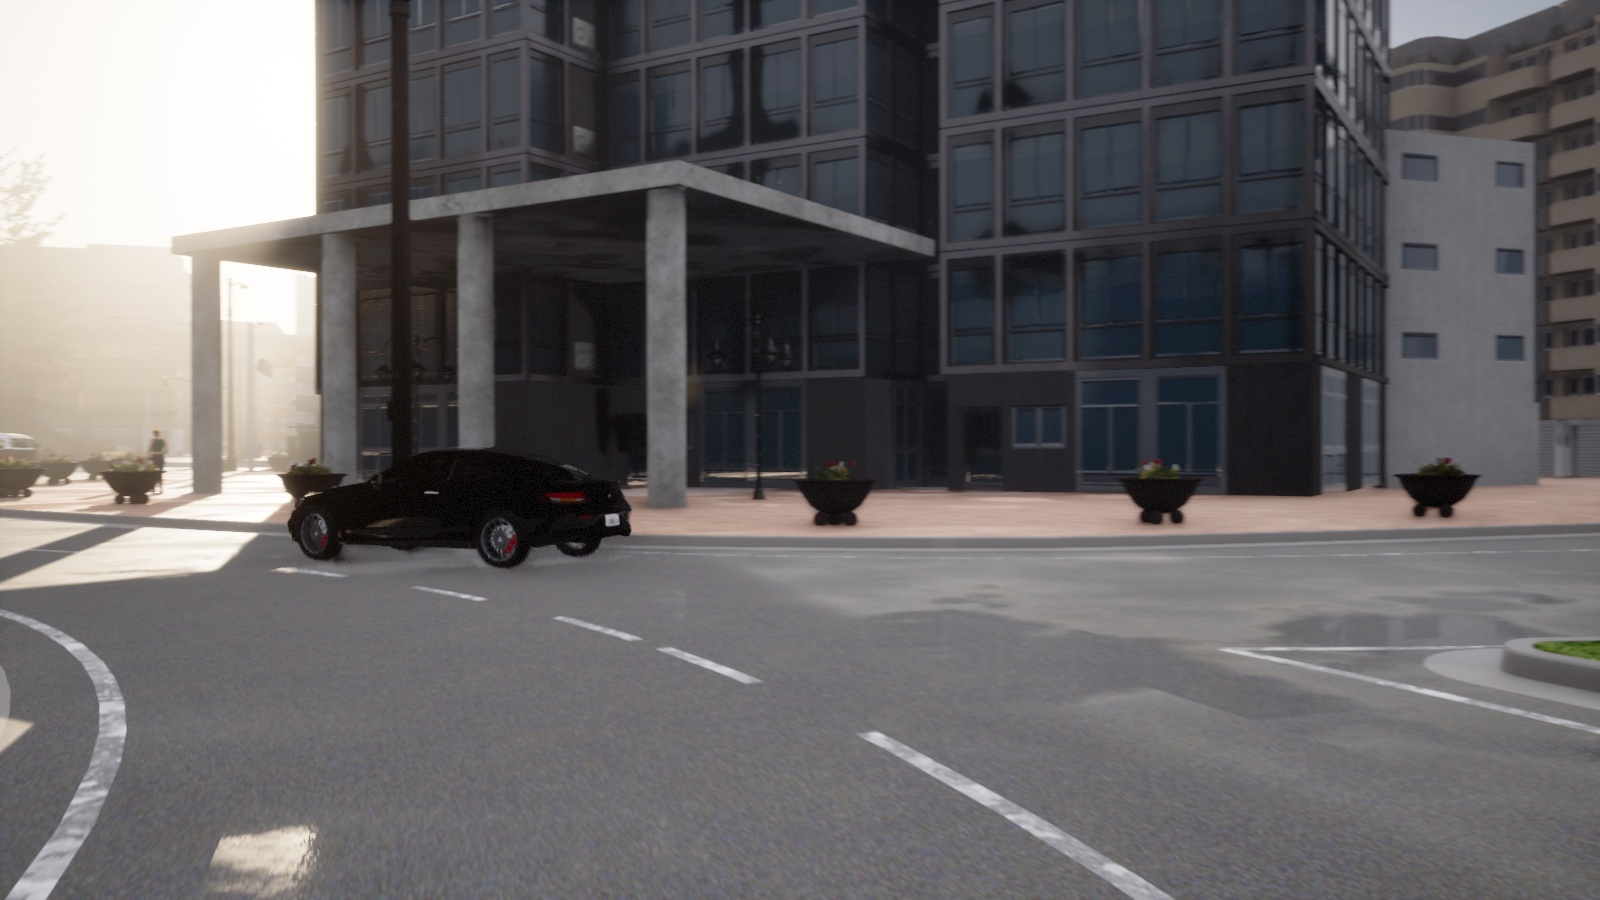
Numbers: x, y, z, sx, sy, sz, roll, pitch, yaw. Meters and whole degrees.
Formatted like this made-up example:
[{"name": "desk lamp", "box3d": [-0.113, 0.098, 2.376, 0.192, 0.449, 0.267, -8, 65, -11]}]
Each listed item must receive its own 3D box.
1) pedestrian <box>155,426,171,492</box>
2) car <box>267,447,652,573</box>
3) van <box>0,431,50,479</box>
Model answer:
[{"name": "pedestrian", "box3d": [-17.753, 0.246, 35.008, 0.345, 1.836, 0.594, 0, 0, -31]}, {"name": "car", "box3d": [-4.410, 0.686, 16.214, 4.674, 1.442, 1.812, 0, 0, 23]}, {"name": "van", "box3d": [-35.048, 0.201, 55.728, 2.069, 2.038, 4.480, 0, 0, -18]}]
